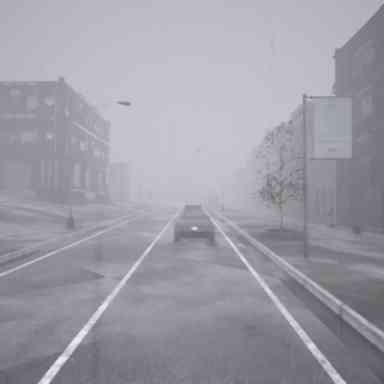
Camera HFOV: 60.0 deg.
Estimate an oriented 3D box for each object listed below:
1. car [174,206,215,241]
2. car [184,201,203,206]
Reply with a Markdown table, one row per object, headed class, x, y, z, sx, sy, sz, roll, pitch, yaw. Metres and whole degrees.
| class | x | y | z | sx | sy | sz | roll | pitch | yaw |
| --- | --- | --- | --- | --- | --- | --- | --- | --- | --- |
| car | 0.119 | 1.653 | 17.262 | 1.994 | 1.385 | 4.181 | 0 | 0 | 0 |
| car | 0.137 | 1.683 | 35.159 | 1.882 | 1.535 | 5.008 | 0 | 0 | 0 |
